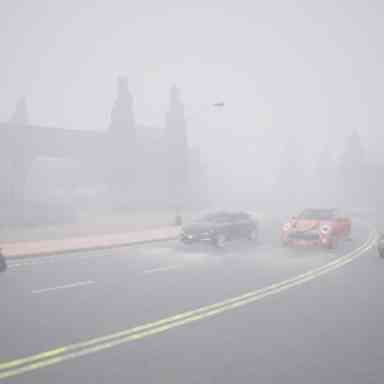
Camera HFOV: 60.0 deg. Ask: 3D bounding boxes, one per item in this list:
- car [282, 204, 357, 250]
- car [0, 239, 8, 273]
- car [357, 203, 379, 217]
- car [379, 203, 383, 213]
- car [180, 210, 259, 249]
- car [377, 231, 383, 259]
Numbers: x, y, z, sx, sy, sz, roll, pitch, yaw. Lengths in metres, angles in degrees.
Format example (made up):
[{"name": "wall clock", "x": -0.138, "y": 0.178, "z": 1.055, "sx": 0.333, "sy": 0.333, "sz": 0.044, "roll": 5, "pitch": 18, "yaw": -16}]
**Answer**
[{"name": "car", "x": 5.781, "y": 1.480, "z": 15.134, "sx": 2.097, "sy": 1.767, "sz": 4.553, "roll": 0, "pitch": -1, "yaw": 37}, {"name": "car", "x": -6.990, "y": 1.414, "z": 7.841, "sx": 4.553, "sy": 1.767, "sz": 2.097, "roll": 0, "pitch": -1, "yaw": -36}, {"name": "car", "x": 17.234, "y": 1.896, "z": 34.630, "sx": 1.895, "sy": 1.301, "sz": 4.718, "roll": 0, "pitch": 0, "yaw": 9}, {"name": "car", "x": 21.035, "y": 1.930, "z": 38.605, "sx": 1.895, "sy": 1.301, "sz": 4.718, "roll": 0, "pitch": 0, "yaw": 3}, {"name": "car", "x": 1.435, "y": 1.636, "z": 15.577, "sx": 1.837, "sy": 1.490, "sz": 4.892, "roll": 0, "pitch": -1, "yaw": 38}, {"name": "car", "x": 8.223, "y": 1.655, "z": 12.394, "sx": 2.033, "sy": 1.411, "sz": 5.357, "roll": 0, "pitch": -1, "yaw": 37}]
